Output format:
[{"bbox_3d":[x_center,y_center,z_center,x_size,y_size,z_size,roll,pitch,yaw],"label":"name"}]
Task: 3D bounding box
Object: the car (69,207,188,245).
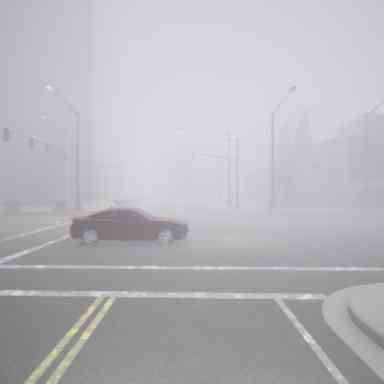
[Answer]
[{"bbox_3d":[-2.677,1.399,14.409,5.008,1.535,1.882,0,0,0],"label":"car"}]
